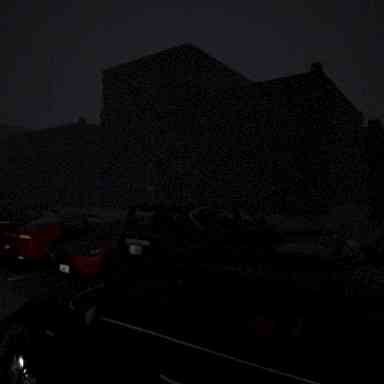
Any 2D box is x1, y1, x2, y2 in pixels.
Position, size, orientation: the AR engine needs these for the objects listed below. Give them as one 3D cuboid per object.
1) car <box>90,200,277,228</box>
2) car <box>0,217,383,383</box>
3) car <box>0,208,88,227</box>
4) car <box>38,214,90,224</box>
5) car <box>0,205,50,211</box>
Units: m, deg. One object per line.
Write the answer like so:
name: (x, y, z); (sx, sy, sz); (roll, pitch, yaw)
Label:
car: (0.473, 1.225, 8.682); (2.435, 2.045, 5.566); (0, 0, 36)
car: (0.022, 1.350, 3.372); (4.553, 1.767, 2.097); (0, 0, 36)
car: (-4.016, 1.476, 11.884); (2.097, 1.535, 5.008); (0, 0, 36)
car: (-1.796, 1.505, 10.251); (2.163, 1.488, 4.792); (0, 0, 36)
car: (-6.266, 1.352, 13.478); (2.185, 1.767, 4.553); (0, 0, 36)
